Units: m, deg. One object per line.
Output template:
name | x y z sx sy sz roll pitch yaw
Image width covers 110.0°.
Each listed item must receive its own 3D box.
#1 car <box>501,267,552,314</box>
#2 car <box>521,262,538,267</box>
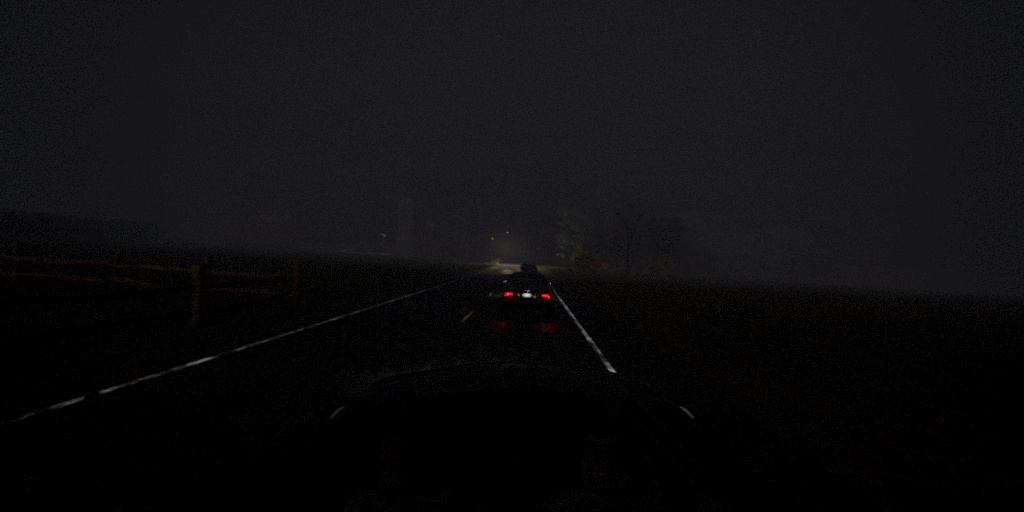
car | 0.595 1.342 14.196 2.033 1.411 5.357 3 0 2
car | 1.906 1.386 41.109 2.128 1.511 4.902 3 0 3
